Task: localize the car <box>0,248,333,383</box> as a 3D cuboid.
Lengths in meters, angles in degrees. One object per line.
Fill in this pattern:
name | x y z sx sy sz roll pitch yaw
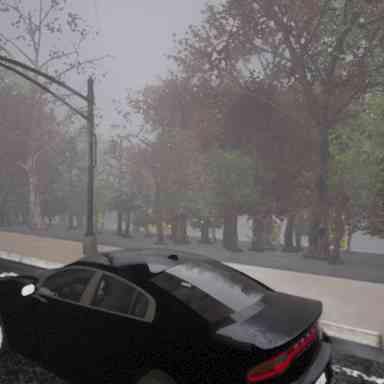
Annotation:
car | -0.884 1.494 4.356 5.008 1.535 1.882 0 0 36
